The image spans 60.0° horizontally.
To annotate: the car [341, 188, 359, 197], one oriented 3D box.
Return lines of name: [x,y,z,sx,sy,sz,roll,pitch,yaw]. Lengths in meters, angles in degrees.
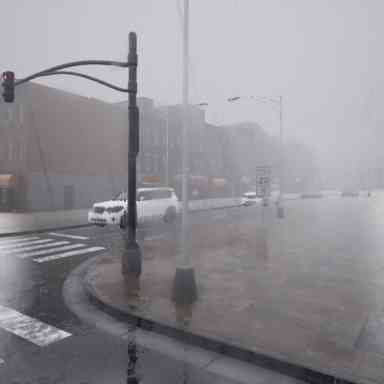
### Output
car: [24.995,0.089,52.520,2.033,1.411,5.357,0,2,35]

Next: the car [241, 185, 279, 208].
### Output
car: [6.792,0.367,32.077,2.150,2.045,5.566,0,1,35]

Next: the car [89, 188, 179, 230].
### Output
car: [-2.977,0.797,18.393,2.150,2.045,5.566,0,2,35]

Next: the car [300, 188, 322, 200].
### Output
car: [16.104,0.333,45.013,1.994,1.385,4.181,0,1,36]
